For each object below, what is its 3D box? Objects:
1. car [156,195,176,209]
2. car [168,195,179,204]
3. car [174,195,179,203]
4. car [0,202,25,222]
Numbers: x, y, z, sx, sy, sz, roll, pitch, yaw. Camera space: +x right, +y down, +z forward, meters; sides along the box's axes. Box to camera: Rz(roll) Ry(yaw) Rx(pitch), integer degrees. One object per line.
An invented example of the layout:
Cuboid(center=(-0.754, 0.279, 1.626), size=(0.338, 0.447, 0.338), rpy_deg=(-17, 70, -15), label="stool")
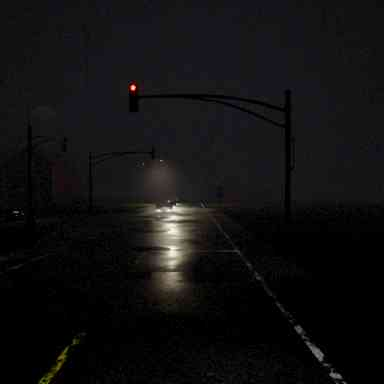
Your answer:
Cuboid(center=(-3.596, 1.530, 44.493), size=(1.994, 1.385, 4.181), rpy_deg=(0, 0, 0), label="car")
Cuboid(center=(-3.553, 1.412, 64.933), size=(1.882, 1.535, 5.008), rpy_deg=(0, 0, 0), label="car")
Cuboid(center=(-3.585, 1.477, 54.764), size=(1.812, 1.442, 4.674), rpy_deg=(0, 0, 0), label="car")
Cuboid(center=(-15.081, 1.377, 24.711), size=(4.892, 1.490, 1.837), rpy_deg=(0, 1, -5), label="car")
